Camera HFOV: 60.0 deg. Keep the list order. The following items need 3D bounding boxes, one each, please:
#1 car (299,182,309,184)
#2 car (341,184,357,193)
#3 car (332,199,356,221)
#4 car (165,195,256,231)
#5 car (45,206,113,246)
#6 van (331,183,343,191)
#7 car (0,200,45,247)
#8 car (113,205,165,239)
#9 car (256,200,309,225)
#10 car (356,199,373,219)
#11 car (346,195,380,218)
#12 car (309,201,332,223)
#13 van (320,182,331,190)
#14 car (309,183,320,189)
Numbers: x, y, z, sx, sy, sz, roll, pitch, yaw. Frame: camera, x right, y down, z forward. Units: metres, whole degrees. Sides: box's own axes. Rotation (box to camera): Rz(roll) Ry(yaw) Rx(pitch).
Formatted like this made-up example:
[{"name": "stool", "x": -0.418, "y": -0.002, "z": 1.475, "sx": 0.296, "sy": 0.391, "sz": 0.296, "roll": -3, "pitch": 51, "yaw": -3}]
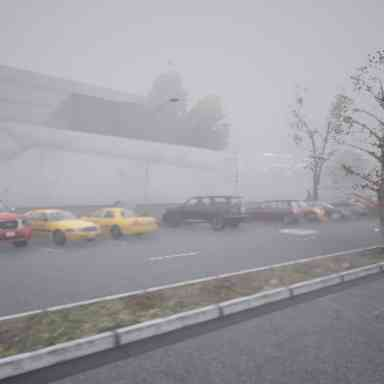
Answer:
[{"name": "car", "x": 31.411, "y": -1.745, "z": 89.805, "sx": 2.002, "sy": 1.452, "sz": 4.674, "roll": 7, "pitch": 3, "yaw": 35}, {"name": "car", "x": 38.294, "y": -0.695, "z": 79.912, "sx": 2.231, "sy": 1.521, "sz": 4.892, "roll": 7, "pitch": 3, "yaw": 35}, {"name": "car", "x": 10.580, "y": 1.547, "z": 27.745, "sx": 4.892, "sy": 1.521, "sz": 2.231, "roll": -1, "pitch": -1, "yaw": 35}, {"name": "car", "x": 0.773, "y": 1.247, "z": 20.792, "sx": 5.566, "sy": 2.045, "sz": 2.435, "roll": -1, "pitch": -1, "yaw": 35}, {"name": "car", "x": -6.376, "y": 1.484, "z": 15.458, "sx": 5.366, "sy": 1.575, "sz": 1.946, "roll": -1, "pitch": -1, "yaw": 35}, {"name": "van", "x": 36.538, "y": -1.194, "z": 82.277, "sx": 1.878, "sy": 1.987, "sz": 4.442, "roll": 7, "pitch": 3, "yaw": 35}, {"name": "car", "x": -8.952, "y": 1.241, "z": 13.813, "sx": 5.566, "sy": 2.045, "sz": 2.435, "roll": -1, "pitch": -1, "yaw": 35}, {"name": "car", "x": -4.242, "y": 1.490, "z": 17.402, "sx": 5.366, "sy": 1.575, "sz": 1.946, "roll": -1, "pitch": -1, "yaw": 35}, {"name": "car", "x": 5.716, "y": 1.391, "z": 24.240, "sx": 4.553, "sy": 1.767, "sz": 2.185, "roll": -1, "pitch": -1, "yaw": 35}, {"name": "car", "x": 13.001, "y": 1.591, "z": 29.490, "sx": 4.792, "sy": 1.488, "sz": 2.163, "roll": -1, "pitch": -1, "yaw": 35}, {"name": "car", "x": 15.448, "y": 1.329, "z": 31.234, "sx": 5.566, "sy": 2.045, "sz": 2.435, "roll": -1, "pitch": -1, "yaw": 35}, {"name": "car", "x": 8.113, "y": 1.405, "z": 26.022, "sx": 4.553, "sy": 1.767, "sz": 2.185, "roll": -1, "pitch": -1, "yaw": 35}, {"name": "van", "x": 34.812, "y": -1.467, "z": 84.751, "sx": 1.878, "sy": 1.987, "sz": 4.442, "roll": 7, "pitch": 3, "yaw": 35}, {"name": "car", "x": 33.240, "y": -1.513, "z": 87.483, "sx": 1.946, "sy": 1.575, "sz": 5.366, "roll": 7, "pitch": 3, "yaw": 35}]
